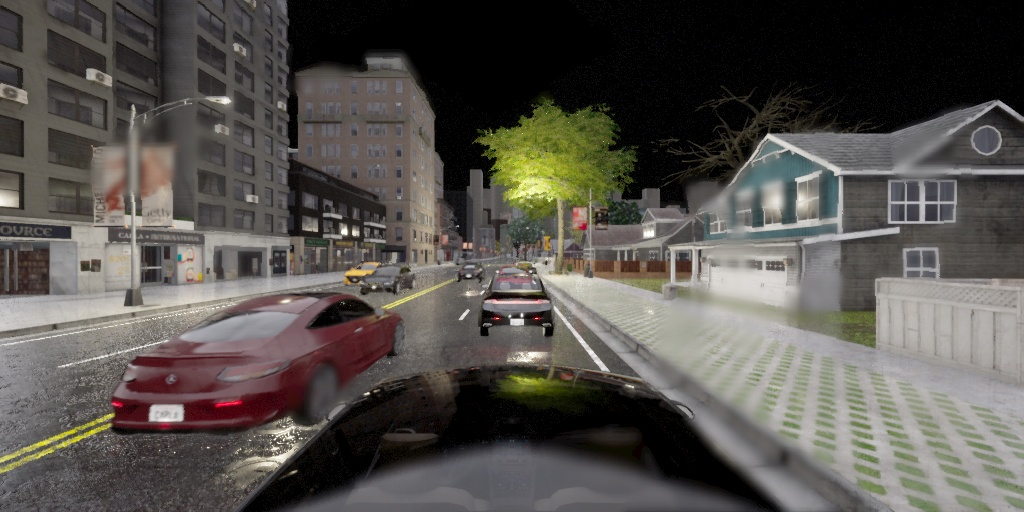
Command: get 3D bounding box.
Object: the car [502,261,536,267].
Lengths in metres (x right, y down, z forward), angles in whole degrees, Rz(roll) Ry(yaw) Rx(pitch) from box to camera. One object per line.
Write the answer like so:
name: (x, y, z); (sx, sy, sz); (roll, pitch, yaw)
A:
car: (0.119, 1.219, 19.828); (1.882, 1.535, 5.008); (0, 0, 0)

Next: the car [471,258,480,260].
car: (-6.498, 1.190, 63.160); (1.837, 1.490, 4.892); (0, 0, 1)

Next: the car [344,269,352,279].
car: (-9.825, 1.214, 24.900); (1.882, 1.535, 5.008); (0, 0, 0)

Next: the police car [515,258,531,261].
police car: (1.004, 1.156, 29.557); (1.930, 1.638, 5.238); (0, 0, 0)

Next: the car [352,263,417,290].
car: (-6.580, 1.247, 19.496); (1.837, 1.490, 4.892); (0, 0, 0)

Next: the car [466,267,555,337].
car: (0.112, 1.239, 10.324); (2.128, 1.511, 4.902); (0, 0, 0)

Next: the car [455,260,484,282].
car: (-3.121, 1.258, 28.203); (1.812, 1.442, 4.674); (0, 0, 0)

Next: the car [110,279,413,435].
car: (-3.146, 1.275, 5.574); (1.812, 1.442, 4.674); (0, 0, 0)
